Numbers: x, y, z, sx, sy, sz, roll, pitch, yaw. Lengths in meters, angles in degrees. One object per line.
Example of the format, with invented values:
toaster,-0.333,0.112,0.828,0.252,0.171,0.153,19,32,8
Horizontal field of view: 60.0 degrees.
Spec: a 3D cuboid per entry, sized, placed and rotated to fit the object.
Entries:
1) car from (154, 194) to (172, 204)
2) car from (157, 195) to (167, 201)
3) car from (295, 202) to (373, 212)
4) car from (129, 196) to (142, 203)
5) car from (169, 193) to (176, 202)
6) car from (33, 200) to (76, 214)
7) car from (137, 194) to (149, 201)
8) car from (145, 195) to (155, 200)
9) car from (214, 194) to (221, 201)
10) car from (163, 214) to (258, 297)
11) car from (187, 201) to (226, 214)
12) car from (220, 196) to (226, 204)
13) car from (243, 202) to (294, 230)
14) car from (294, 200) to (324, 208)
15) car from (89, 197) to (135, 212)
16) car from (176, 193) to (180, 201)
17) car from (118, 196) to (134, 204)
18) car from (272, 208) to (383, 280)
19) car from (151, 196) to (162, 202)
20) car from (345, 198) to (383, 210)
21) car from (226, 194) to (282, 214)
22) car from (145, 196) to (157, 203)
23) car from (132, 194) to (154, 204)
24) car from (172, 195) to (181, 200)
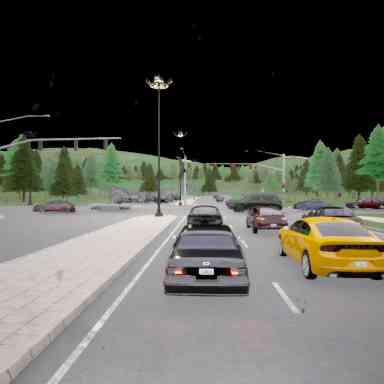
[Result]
car,-5.593,1.601,63.392,1.895,1.301,4.718,0,0,3
car,-8.020,1.524,89.371,2.128,1.511,4.902,0,0,2
car,7.745,1.547,18.821,2.033,1.411,5.357,0,0,3
car,-12.209,1.524,72.043,1.812,1.442,4.674,0,0,2
car,-5.193,1.355,72.326,2.097,1.767,4.553,0,0,2
car,-14.425,1.564,35.065,4.181,1.385,1.994,0,0,1
car,-11.860,1.355,80.900,2.097,1.767,4.553,0,0,2
car,-11.452,1.539,91.134,2.033,1.411,5.357,0,0,2
car,6.465,1.552,76.082,1.994,1.385,4.181,0,0,2
car,0.378,1.547,8.777,2.033,1.411,5.357,0,0,2
car,0.726,1.478,18.598,1.882,1.535,5.008,0,0,3
car,6.438,1.563,48.137,1.994,1.385,4.181,0,0,-26
car,4.260,1.526,19.204,1.812,1.442,4.674,0,0,3
car,14.022,1.564,38.817,4.181,1.385,1.994,0,0,3
car,-9.380,1.601,38.574,4.718,1.301,1.895,0,0,-1
car,-4.786,1.225,82.619,2.150,2.045,5.566,0,0,2
car,-12.591,1.564,63.423,1.994,1.385,4.181,0,0,3
car,3.932,1.478,9.985,1.882,1.535,5.008,0,0,3
car,-8.422,1.552,79.245,1.994,1.385,4.181,0,0,2
car,21.946,1.478,41.883,5.008,1.535,1.882,0,0,3
car,6.736,1.221,35.268,5.566,2.045,2.150,0,0,0
car,-8.742,1.552,71.133,1.994,1.385,4.181,0,0,2
car,-9.152,1.491,62.282,2.128,1.511,4.902,0,0,3
car,-4.360,1.533,93.021,2.033,1.411,5.357,0,0,2
